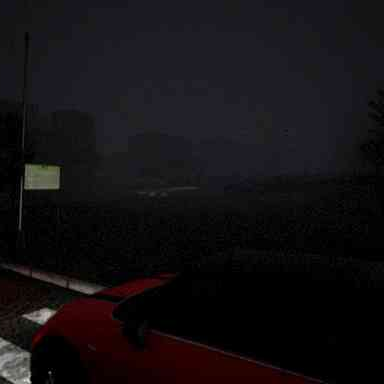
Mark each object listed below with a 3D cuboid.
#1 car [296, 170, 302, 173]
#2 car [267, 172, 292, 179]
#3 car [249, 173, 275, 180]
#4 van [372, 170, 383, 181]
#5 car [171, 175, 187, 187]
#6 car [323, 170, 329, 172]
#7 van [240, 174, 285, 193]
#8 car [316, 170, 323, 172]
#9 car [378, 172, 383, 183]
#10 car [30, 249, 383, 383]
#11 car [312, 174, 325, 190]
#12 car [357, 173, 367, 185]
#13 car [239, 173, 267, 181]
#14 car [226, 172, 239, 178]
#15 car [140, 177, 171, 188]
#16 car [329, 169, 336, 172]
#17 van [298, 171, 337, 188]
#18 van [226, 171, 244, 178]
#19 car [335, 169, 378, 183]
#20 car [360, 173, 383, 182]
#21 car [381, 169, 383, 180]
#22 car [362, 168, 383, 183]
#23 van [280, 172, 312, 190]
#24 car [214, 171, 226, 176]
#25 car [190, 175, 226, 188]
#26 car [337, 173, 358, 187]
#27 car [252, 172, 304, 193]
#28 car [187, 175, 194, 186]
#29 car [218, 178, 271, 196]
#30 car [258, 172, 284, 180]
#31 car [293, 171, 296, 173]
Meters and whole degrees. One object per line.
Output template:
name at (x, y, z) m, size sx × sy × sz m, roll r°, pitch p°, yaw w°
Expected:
car at (21.032, -3.753, 73.340) m, size 4.892 × 1.521 × 2.231 m, roll 2°, pitch 6°, yaw 30°
car at (18.774, -3.568, 71.477) m, size 4.892 × 1.521 × 2.231 m, roll 2°, pitch 6°, yaw 30°
car at (14.285, -3.167, 67.729) m, size 4.792 × 1.488 × 2.163 m, roll 2°, pitch 5°, yaw 30°
van at (36.690, -3.049, 63.069) m, size 4.442 × 1.987 × 1.878 m, roll 4°, pitch 7°, yaw 30°
car at (-3.753, -1.670, 52.663) m, size 4.792 × 1.488 × 2.163 m, roll 2°, pitch 5°, yaw 30°
car at (30.094, -4.599, 80.764) m, size 4.553 × 1.767 × 2.185 m, roll 2°, pitch 6°, yaw 31°
van at (8.569, -0.801, 40.625) m, size 4.442 × 1.987 × 1.878 m, roll 4°, pitch 7°, yaw 32°
car at (27.812, -4.263, 78.946) m, size 4.674 × 1.452 × 2.002 m, roll 2°, pitch 5°, yaw 30°
car at (29.647, -2.262, 57.454) m, size 4.892 × 1.521 × 2.231 m, roll 4°, pitch 7°, yaw 30°
car at (0.499, 1.350, 3.089) m, size 4.553 × 1.767 × 2.097 m, roll 0°, pitch 0°, yaw 35°
car at (15.518, -1.266, 46.248) m, size 4.553 × 1.767 × 2.185 m, roll 4°, pitch 7°, yaw 32°
car at (24.985, -1.853, 53.670) m, size 4.792 × 1.488 × 2.163 m, roll 4°, pitch 7°, yaw 31°
car at (12.000, -3.012, 65.876) m, size 5.008 × 1.535 × 2.097 m, roll 2°, pitch 5°, yaw 30°
car at (5.243, -2.452, 60.242) m, size 5.008 × 1.535 × 2.097 m, roll 2°, pitch 5°, yaw 30°
car at (-6.035, -1.472, 50.784) m, size 4.674 × 1.452 × 2.002 m, roll 2°, pitch 5°, yaw 30°
car at (32.343, -4.643, 82.649) m, size 5.008 × 1.535 × 2.097 m, roll 2°, pitch 6°, yaw 31°
van at (18.004, -1.542, 48.012) m, size 4.442 × 1.987 × 1.878 m, roll 4°, pitch 7°, yaw 32°
van at (7.396, -2.867, 62.158) m, size 4.442 × 1.987 × 1.878 m, roll 2°, pitch 6°, yaw 30°
car at (27.335, -2.321, 55.522) m, size 5.566 × 2.045 × 2.435 m, roll 4°, pitch 7°, yaw 31°
car at (34.118, -2.656, 61.340) m, size 5.366 × 1.575 × 1.946 m, roll 4°, pitch 7°, yaw 30°
car at (41.230, -3.443, 66.908) m, size 5.566 × 2.045 × 2.435 m, roll 4°, pitch 6°, yaw 30°
car at (31.997, -2.701, 59.310) m, size 5.566 × 2.045 × 2.435 m, roll 4°, pitch 7°, yaw 30°
van at (13.082, -1.185, 44.430) m, size 4.442 × 1.987 × 1.878 m, roll 4°, pitch 7°, yaw 32°
car at (3.012, -2.388, 58.318) m, size 4.553 × 1.767 × 2.185 m, roll 2°, pitch 6°, yaw 30°
car at (2.514, -1.447, 51.120) m, size 4.718 × 1.301 × 1.895 m, roll -4°, pitch 7°, yaw -37°
car at (22.616, -1.695, 51.802) m, size 4.892 × 1.521 × 2.231 m, roll 4°, pitch 7°, yaw 31°
car at (10.799, -1.020, 42.537) m, size 5.566 × 2.045 × 2.435 m, roll 4°, pitch 7°, yaw 32°
car at (-1.502, -2.012, 54.537) m, size 4.553 × 1.767 × 2.185 m, roll 2°, pitch 6°, yaw 30°
car at (6.107, -0.399, 38.868) m, size 5.008 × 1.535 × 2.097 m, roll 4°, pitch 7°, yaw 32°
car at (16.510, -3.384, 69.619) m, size 5.008 × 1.535 × 2.097 m, roll 2°, pitch 5°, yaw 30°
car at (16.201, -2.696, 61.023) m, size 5.357 × 1.411 × 2.033 m, roll -5°, pitch 7°, yaw -40°
